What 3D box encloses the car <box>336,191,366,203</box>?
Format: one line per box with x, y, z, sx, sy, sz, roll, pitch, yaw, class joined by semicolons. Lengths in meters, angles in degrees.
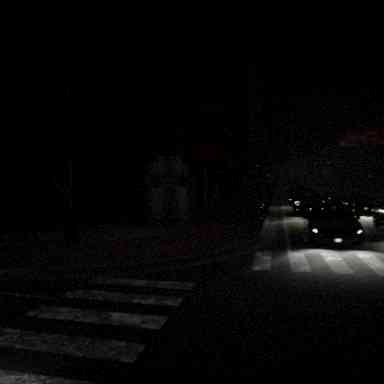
11.819;0.836;23.594;1.994;1.385;4.181;-1;1;15;car

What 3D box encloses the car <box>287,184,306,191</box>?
11.327;0.230;35.424;2.150;2.045;5.566;-1;1;15;car

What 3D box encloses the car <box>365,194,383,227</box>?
9.567;1.014;14.970;1.837;1.490;4.892;-1;1;15;car

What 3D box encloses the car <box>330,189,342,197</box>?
14.468;0.473;33.640;1.882;1.535;5.008;-1;1;15;car

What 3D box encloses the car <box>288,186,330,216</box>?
8.223;0.683;23.689;2.097;1.767;4.553;-1;1;15;car

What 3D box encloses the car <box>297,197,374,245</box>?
5.579;1.155;13.650;2.033;1.411;5.357;-1;1;16;car
